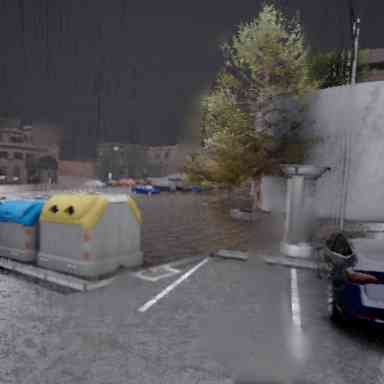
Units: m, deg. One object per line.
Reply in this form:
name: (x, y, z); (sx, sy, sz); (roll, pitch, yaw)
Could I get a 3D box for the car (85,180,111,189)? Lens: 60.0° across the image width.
car: (-18.322, -1.436, 63.038); (4.674, 1.452, 2.002); (2, 5, 33)

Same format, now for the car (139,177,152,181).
car: (-11.222, -1.962, 68.275); (4.792, 1.488, 2.163); (2, 6, 34)

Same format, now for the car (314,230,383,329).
car: (3.696, 1.509, 6.847); (2.163, 1.488, 4.792); (0, -1, 16)

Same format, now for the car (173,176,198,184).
car: (-1.543, -2.670, 75.089); (5.366, 1.575, 1.946); (2, 5, 34)

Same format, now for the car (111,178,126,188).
car: (-15.922, -1.618, 64.765); (4.792, 1.488, 2.163); (2, 5, 34)

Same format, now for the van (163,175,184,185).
van: (-4.170, -2.732, 73.514); (4.442, 1.987, 1.878); (2, 6, 34)

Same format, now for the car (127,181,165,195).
car: (-6.991, -0.340, 50.351); (5.008, 1.535, 2.097); (4, 7, 35)

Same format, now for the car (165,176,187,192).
car: (-2.066, -0.927, 53.707); (5.566, 2.045, 2.435); (4, 8, 35)

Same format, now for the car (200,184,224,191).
car: (2.887, -1.138, 57.102); (4.553, 1.767, 2.185); (4, 7, 35)

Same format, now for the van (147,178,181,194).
van: (-4.417, -0.725, 51.945); (4.442, 1.987, 1.878); (4, 7, 35)

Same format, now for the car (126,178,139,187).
car: (-13.551, -1.943, 66.488); (4.553, 1.767, 2.185); (2, 6, 34)

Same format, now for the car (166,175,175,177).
car: (-6.446, -2.334, 71.741); (5.008, 1.535, 2.097); (2, 5, 34)
